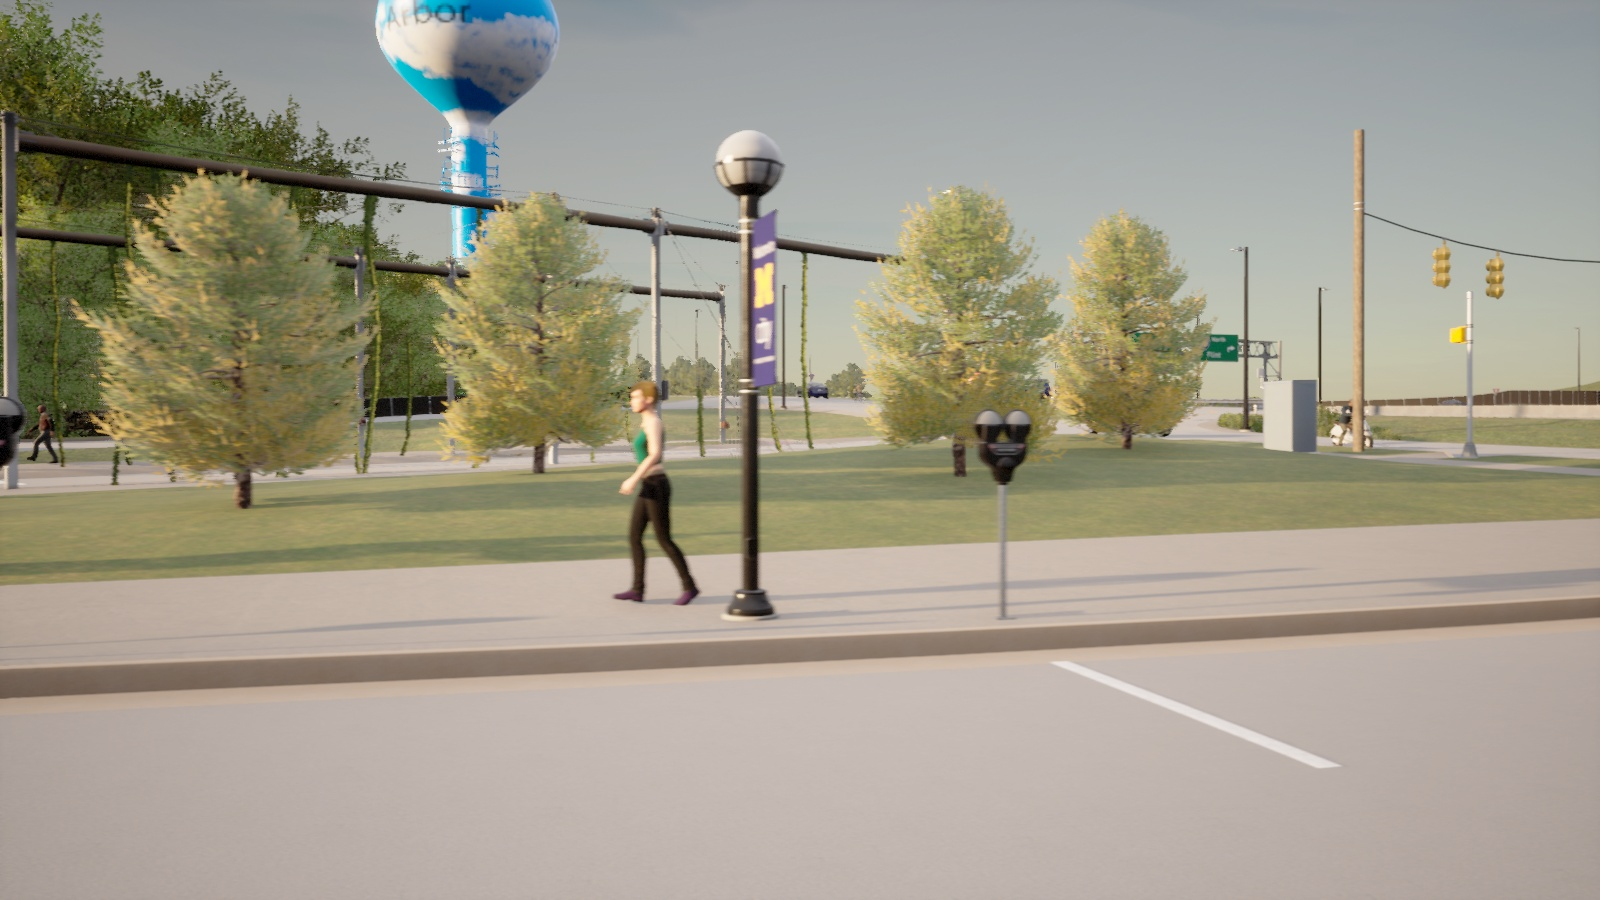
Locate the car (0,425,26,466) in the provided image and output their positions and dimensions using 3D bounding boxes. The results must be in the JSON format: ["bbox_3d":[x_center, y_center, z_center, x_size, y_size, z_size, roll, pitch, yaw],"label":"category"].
[{"bbox_3d":[-33.858,-0.145,51.704,2.242,1.667,4.611,-3,2,-18],"label":"car"}]

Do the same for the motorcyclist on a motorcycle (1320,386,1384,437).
[{"bbox_3d":[17.492,-1.223,39.835,0.866,1.590,1.817,-2,2,-18],"label":"motorcyclist on a motorcycle"}]

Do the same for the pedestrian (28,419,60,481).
[{"bbox_3d":[-22.814,-0.006,37.888,0.720,1.854,0.376,-2,1,-44],"label":"pedestrian"}]

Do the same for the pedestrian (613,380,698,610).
[{"bbox_3d":[-1.187,0.357,10.315,0.594,1.836,0.345,-2,1,-17],"label":"pedestrian"}]
